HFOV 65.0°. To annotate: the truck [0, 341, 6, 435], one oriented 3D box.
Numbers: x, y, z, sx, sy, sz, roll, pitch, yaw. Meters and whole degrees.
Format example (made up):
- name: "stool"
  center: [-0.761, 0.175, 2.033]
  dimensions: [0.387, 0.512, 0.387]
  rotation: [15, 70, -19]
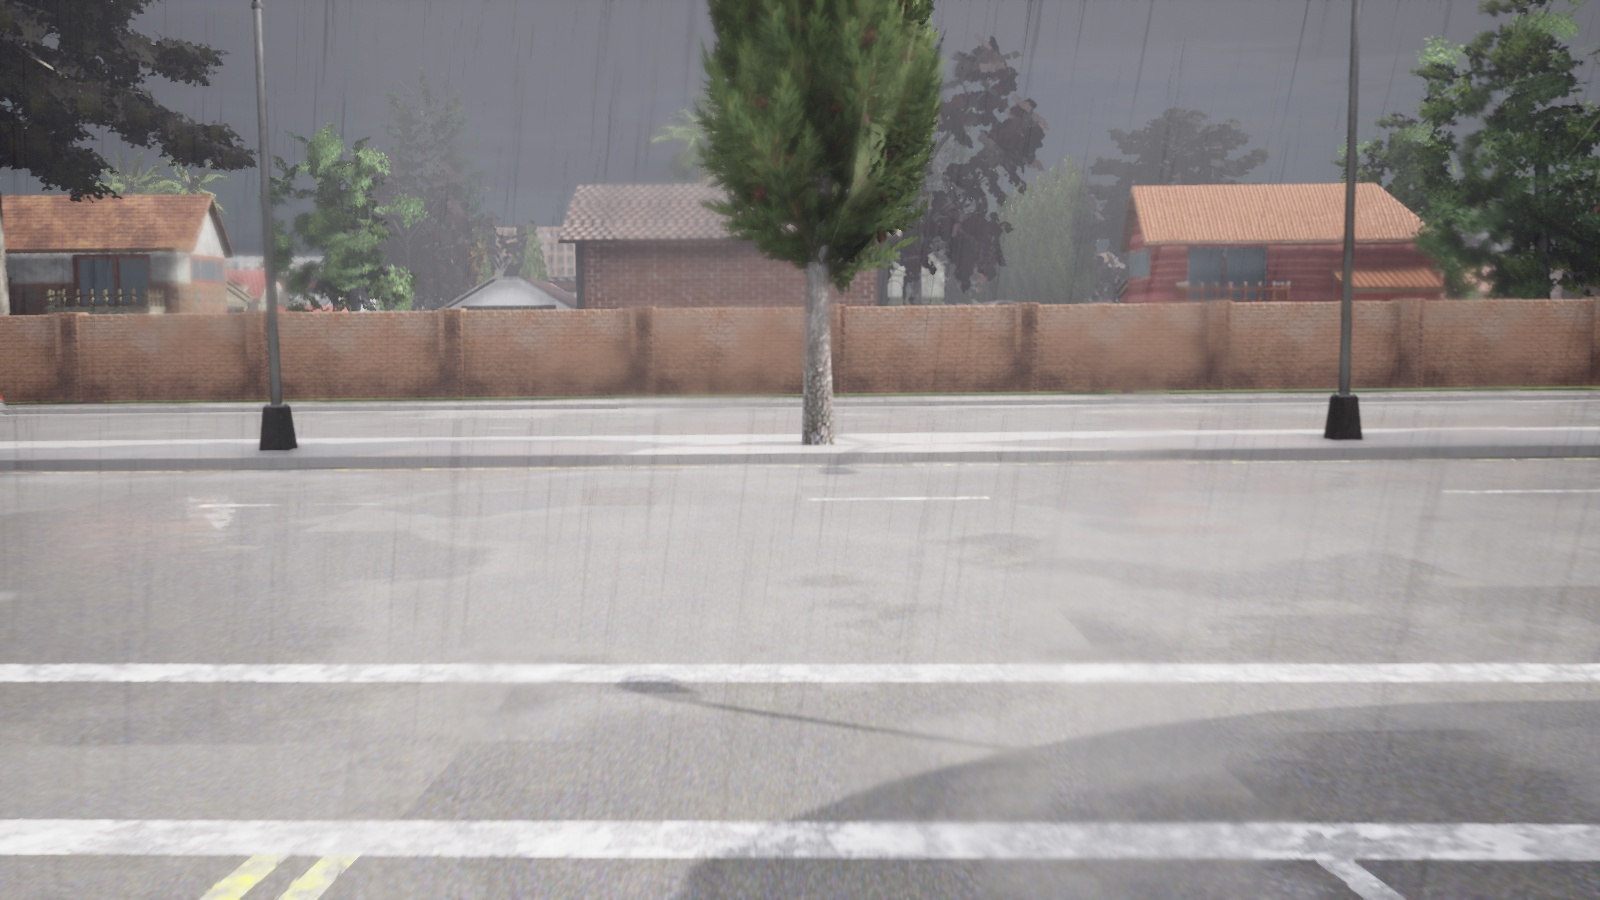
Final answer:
- name: "truck"
  center: [-18.836, -1.422, 24.247]
  dimensions: [5.204, 2.467, 2.627]
  rotation: [0, 5, 0]
